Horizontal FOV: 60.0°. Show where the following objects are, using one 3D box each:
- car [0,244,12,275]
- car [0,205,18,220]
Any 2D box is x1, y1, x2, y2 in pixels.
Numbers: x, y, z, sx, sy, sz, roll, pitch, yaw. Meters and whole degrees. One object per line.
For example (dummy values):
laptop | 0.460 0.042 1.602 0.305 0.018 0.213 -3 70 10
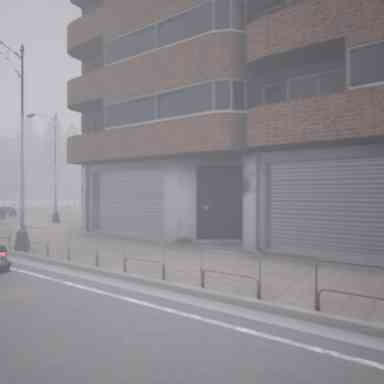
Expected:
car | -6.893 1.546 8.857 5.357 1.411 2.033 0 0 36
car | -16.117 1.449 25.745 1.837 1.490 4.892 -2 -1 33
